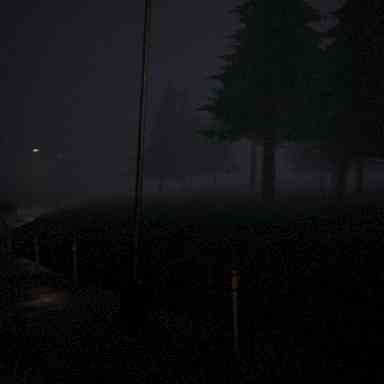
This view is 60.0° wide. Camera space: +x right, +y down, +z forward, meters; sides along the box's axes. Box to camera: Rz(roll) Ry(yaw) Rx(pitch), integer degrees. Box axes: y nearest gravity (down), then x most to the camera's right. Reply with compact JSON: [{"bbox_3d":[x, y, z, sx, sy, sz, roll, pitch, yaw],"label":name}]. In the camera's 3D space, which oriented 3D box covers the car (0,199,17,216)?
[{"bbox_3d":[-20.778,1.527,36.024,2.097,1.767,4.553,3,1,-6],"label":"car"}]
